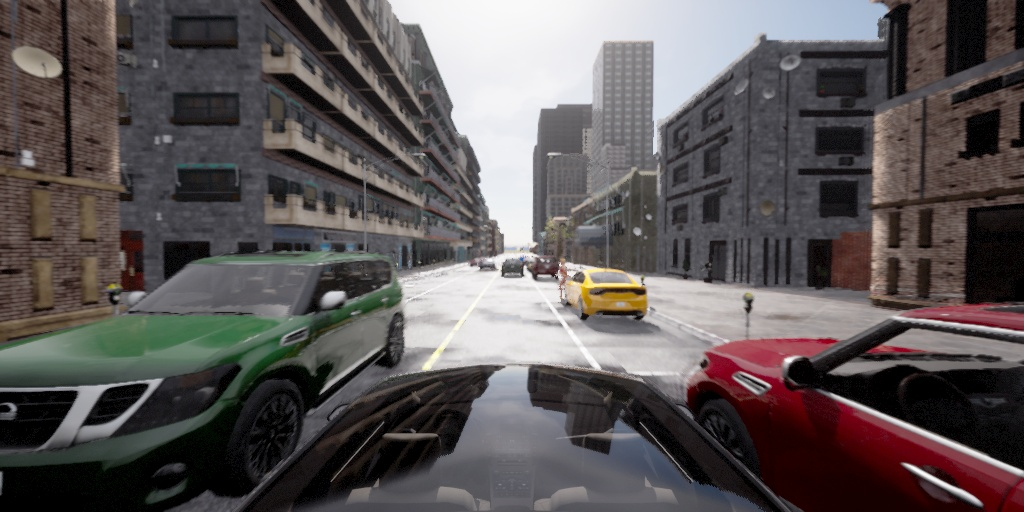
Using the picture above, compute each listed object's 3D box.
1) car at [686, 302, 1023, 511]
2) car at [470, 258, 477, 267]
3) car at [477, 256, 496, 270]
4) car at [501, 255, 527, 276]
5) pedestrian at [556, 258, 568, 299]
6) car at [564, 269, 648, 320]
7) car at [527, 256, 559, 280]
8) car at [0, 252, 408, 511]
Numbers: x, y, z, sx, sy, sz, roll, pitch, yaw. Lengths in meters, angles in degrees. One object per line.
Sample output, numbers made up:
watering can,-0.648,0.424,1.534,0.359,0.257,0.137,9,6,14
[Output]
car,2.656,1.067,1.311,2.192,1.841,5.009,0,0,0
car,-5.696,1.000,57.063,1.802,1.307,4.207,0,0,0
car,-3.081,1.049,46.588,1.994,1.385,4.181,0,0,0
car,0.068,0.917,33.473,2.097,1.767,4.553,0,1,0
pedestrian,2.227,0.966,15.358,0.375,1.860,0.375,-1,1,0
car,2.999,1.167,12.371,1.882,1.535,5.008,0,0,0
car,2.654,0.904,29.210,2.192,1.841,5.009,0,0,0
car,-3.100,0.953,4.839,2.150,2.045,5.566,0,0,0
